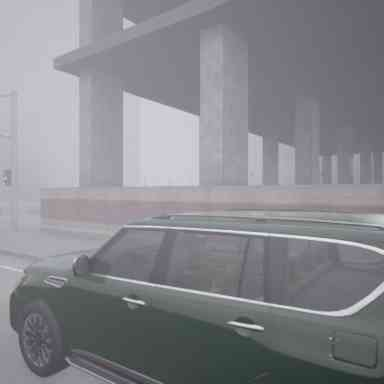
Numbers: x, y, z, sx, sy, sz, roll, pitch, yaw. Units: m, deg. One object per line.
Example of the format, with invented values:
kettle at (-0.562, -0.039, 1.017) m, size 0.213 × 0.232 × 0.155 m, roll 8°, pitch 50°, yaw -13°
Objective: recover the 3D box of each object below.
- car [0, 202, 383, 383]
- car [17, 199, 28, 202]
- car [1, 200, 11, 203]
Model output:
car at (0.147, 1.221, 3.878) m, size 5.566 × 2.045 × 2.150 m, roll 0°, pitch 0°, yaw 35°
car at (-14.274, 1.539, 33.391) m, size 2.128 × 1.511 × 4.902 m, roll 0°, pitch 0°, yaw 36°
car at (-18.323, 1.524, 33.742) m, size 1.882 × 1.535 × 5.008 m, roll 0°, pitch 0°, yaw 36°
